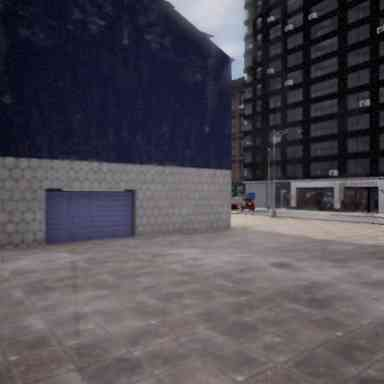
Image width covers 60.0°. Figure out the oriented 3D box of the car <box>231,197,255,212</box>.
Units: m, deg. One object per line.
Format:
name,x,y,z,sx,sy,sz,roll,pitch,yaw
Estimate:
car,5.355,1.362,39.737,2.097,1.767,4.553,0,0,-36
